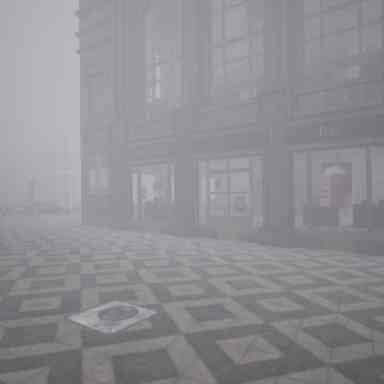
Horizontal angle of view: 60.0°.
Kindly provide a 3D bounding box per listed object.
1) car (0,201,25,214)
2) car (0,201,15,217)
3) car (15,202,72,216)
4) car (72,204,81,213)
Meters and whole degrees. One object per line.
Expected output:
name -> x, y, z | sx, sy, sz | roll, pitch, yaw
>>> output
car -> -21.123, 1.694, 36.759 | 2.008, 1.369, 4.403 | -1, -1, 35
car -> -17.464, 1.544, 27.181 | 2.008, 1.369, 4.403 | -1, -1, 35
car -> -14.185, 1.579, 31.807 | 1.947, 1.339, 4.313 | -1, -1, 35
car -> -10.811, 1.564, 36.571 | 1.752, 1.417, 4.829 | -1, -1, 35
